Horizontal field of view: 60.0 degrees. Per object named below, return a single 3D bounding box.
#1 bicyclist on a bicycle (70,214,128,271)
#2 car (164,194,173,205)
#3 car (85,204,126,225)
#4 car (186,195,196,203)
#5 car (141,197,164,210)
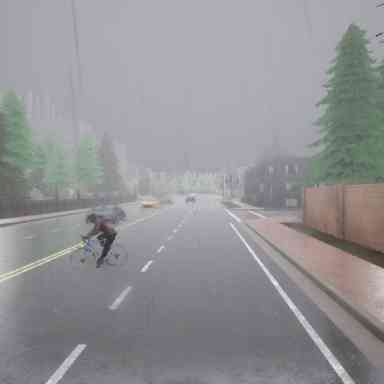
[{"bbox_3d":[-2.708,1.454,9.711,1.656,1.620,0.582,-2,1,-21],"label":"bicyclist on a bicycle"},{"bbox_3d":[-4.453,1.505,58.630,1.837,1.490,4.892,0,0,3],"label":"car"},{"bbox_3d":[-6.083,1.564,23.888,1.994,1.385,4.181,0,0,3],"label":"car"},{"bbox_3d":[-0.215,1.478,72.648,1.882,1.535,5.008,0,0,3],"label":"car"},{"bbox_3d":[-5.222,1.477,42.449,1.882,1.535,5.008,0,0,3],"label":"car"}]
